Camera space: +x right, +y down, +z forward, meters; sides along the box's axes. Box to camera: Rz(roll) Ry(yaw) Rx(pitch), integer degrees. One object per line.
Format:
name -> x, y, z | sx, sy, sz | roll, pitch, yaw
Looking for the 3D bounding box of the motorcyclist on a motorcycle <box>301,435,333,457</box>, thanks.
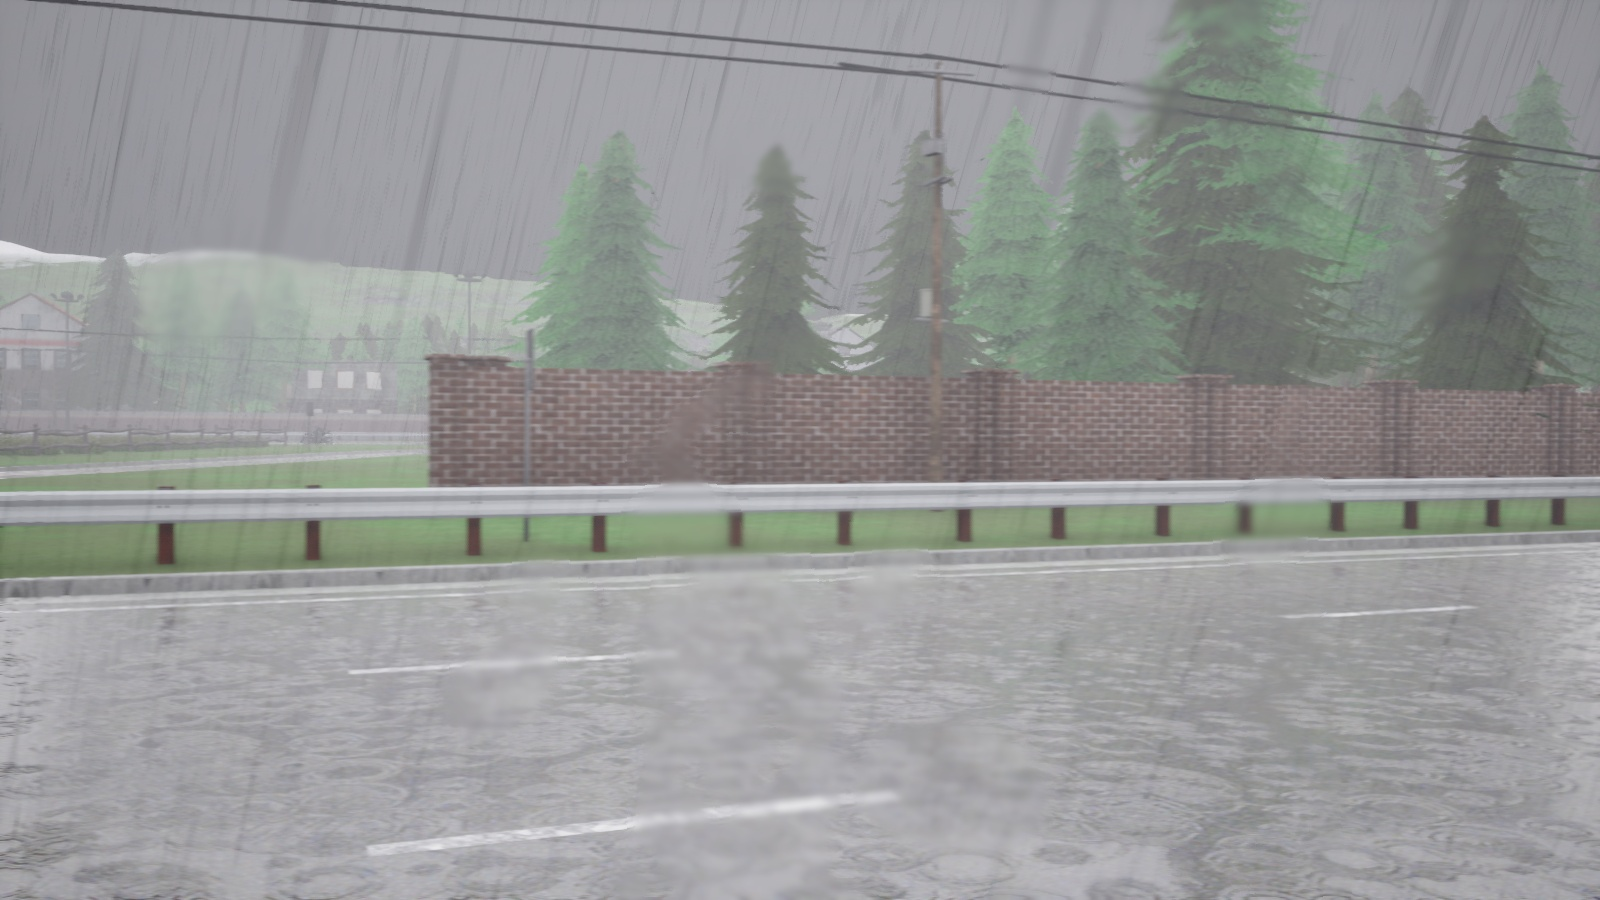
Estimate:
motorcyclist on a motorcycle -> -35.653, -0.291, 92.676 | 2.191, 1.530, 0.866 | -1, 1, -21
